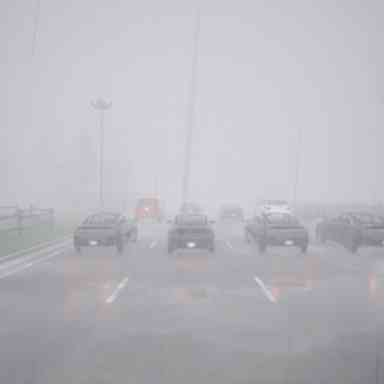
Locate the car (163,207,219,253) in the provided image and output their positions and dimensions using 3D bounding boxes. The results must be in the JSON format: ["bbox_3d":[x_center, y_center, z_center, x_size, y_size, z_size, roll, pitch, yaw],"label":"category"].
[{"bbox_3d":[-0.032,1.645,14.319,1.837,1.490,4.892,0,0,0],"label":"car"}]

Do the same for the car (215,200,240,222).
[{"bbox_3d":[3.390,1.760,29.512,1.882,1.535,5.008,0,0,0],"label":"car"}]

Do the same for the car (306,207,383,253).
[{"bbox_3d":[6.969,1.630,14.354,2.128,1.511,4.902,0,0,0],"label":"car"}]

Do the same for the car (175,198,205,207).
[{"bbox_3d":[-0.111,1.628,29.098,2.097,1.767,4.553,0,-1,0],"label":"car"}]

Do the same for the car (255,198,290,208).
[{"bbox_3d":[6.887,1.494,29.075,2.150,2.045,5.566,0,0,0],"label":"car"}]

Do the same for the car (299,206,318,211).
[{"bbox_3d":[10.388,1.880,29.176,1.895,1.301,4.718,0,-1,0],"label":"car"}]

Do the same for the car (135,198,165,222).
[{"bbox_3d":[-3.613,1.494,29.022,2.150,2.045,5.566,0,0,0],"label":"car"}]

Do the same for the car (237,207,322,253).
[{"bbox_3d":[3.469,1.630,14.334,2.128,1.511,4.902,0,0,0],"label":"car"}]

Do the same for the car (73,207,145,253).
[{"bbox_3d":[-3.531,1.630,14.295,2.128,1.511,4.902,0,0,0],"label":"car"}]
